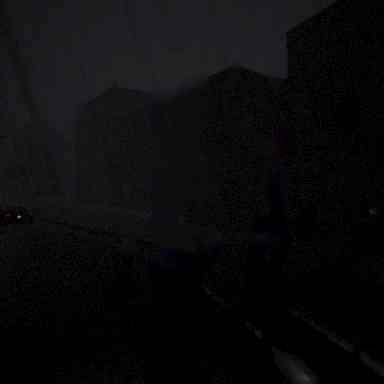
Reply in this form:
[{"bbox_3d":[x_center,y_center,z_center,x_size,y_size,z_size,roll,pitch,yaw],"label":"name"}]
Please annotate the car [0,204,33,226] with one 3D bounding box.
[{"bbox_3d":[-13.549,1.754,25.361,1.994,1.385,4.181,0,0,-38],"label":"car"}]
